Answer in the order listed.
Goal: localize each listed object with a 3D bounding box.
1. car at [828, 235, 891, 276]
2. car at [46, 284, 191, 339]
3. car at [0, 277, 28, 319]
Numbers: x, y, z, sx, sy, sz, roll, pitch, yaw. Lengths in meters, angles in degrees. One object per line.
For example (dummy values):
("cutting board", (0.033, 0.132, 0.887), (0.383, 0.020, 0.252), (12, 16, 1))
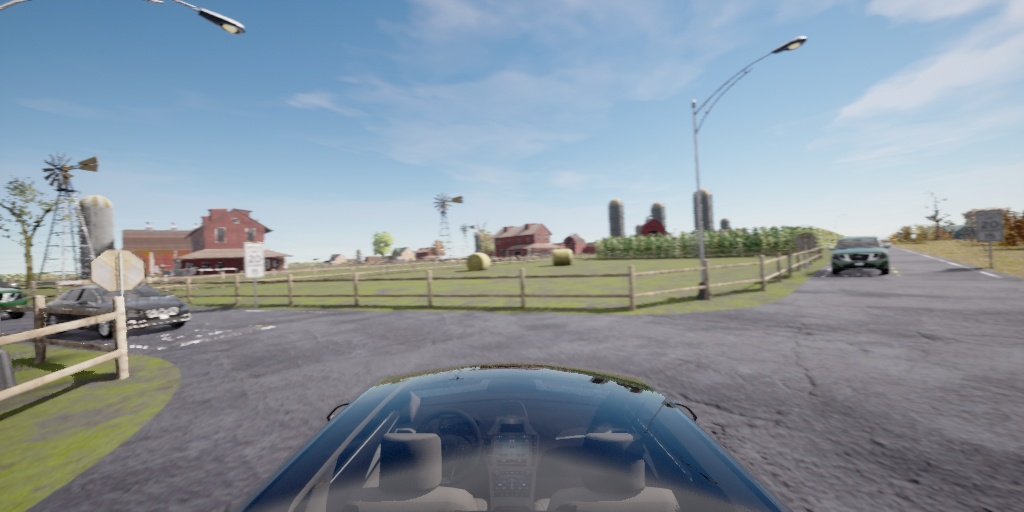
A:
("car", (19.017, -0.065, 19.671), (2.150, 2.045, 5.566), (-3, 0, 44))
("car", (-12.614, 1.654, 11.485), (4.892, 1.490, 1.837), (-2, 0, 20))
("car", (-24.007, 1.838, 15.748), (5.566, 2.045, 2.150), (-2, 0, 21))
